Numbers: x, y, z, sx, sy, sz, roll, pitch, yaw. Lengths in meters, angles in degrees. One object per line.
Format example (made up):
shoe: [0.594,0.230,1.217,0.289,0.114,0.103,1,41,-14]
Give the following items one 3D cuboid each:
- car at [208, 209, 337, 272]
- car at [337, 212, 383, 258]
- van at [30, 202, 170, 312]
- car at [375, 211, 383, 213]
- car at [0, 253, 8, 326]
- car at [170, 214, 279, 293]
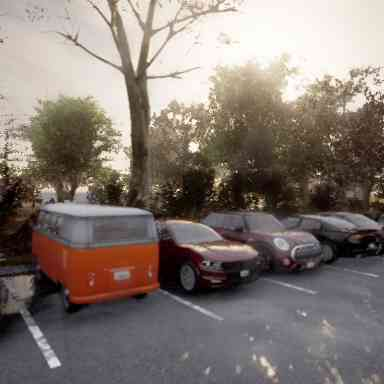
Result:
car: [2.000,1.425,11.048,2.185,1.767,4.553,1,0,-35]
car: [4.318,1.576,12.658,2.097,1.535,5.008,1,0,-35]
van: [-2.543,1.276,7.913,1.878,1.987,4.442,1,0,-35]
car: [6.611,1.601,14.305,2.097,1.535,5.008,1,0,-35]
car: [-4.782,1.478,6.182,2.231,1.521,4.892,1,0,-35]
car: [-0.285,1.525,9.387,2.097,1.535,5.008,1,0,-35]
